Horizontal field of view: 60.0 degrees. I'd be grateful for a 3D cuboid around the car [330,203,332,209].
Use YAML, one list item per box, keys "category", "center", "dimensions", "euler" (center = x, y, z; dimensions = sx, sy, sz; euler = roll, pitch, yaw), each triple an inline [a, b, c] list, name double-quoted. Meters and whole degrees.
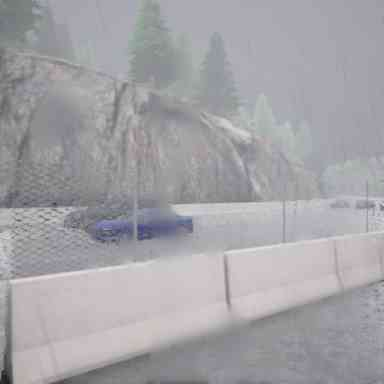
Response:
- category: "car"
  center: [22.566, 1.854, 50.461]
  dimensions: [2.033, 1.411, 5.357]
  euler: [0, 0, 38]
